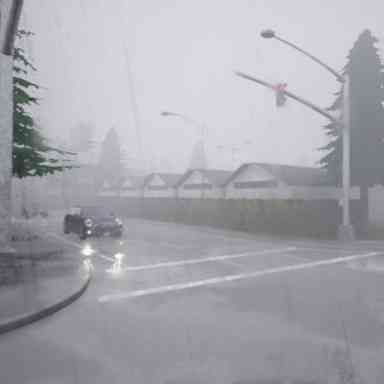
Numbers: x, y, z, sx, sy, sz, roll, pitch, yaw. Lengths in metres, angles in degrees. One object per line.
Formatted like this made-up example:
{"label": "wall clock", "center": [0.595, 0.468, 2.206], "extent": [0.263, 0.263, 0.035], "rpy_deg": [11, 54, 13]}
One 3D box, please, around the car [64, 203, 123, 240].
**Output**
{"label": "car", "center": [-5.515, 1.535, 18.378], "extent": [2.097, 1.767, 4.553], "rpy_deg": [1, -1, -35]}

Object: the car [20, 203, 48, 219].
{"label": "car", "center": [-15.676, 1.813, 32.860], "extent": [2.033, 1.411, 5.357], "rpy_deg": [1, -1, -35]}
